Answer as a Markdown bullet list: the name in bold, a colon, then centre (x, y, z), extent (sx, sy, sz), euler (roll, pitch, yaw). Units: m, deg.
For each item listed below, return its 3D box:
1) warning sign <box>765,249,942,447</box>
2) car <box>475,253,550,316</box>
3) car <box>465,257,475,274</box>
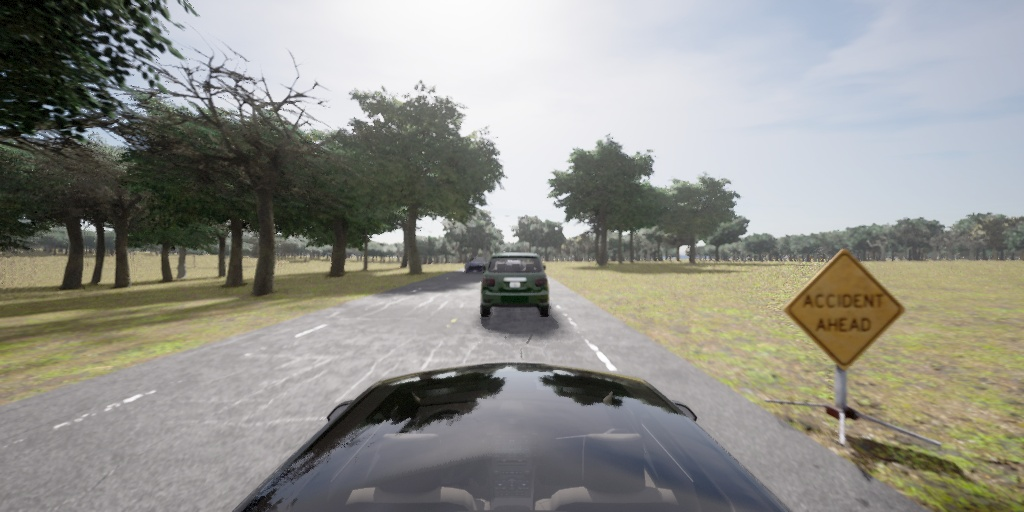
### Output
- **warning sign**: centre (3.550, 0.851, 3.869), extent (1.300, 1.860, 1.060), euler (0, 0, 0)
- **car**: centre (0.095, 0.899, 13.077), extent (2.150, 2.045, 5.566), euler (0, 1, 0)
- **car**: centre (-3.595, 0.876, 36.843), extent (2.097, 1.767, 4.553), euler (0, 0, 0)
